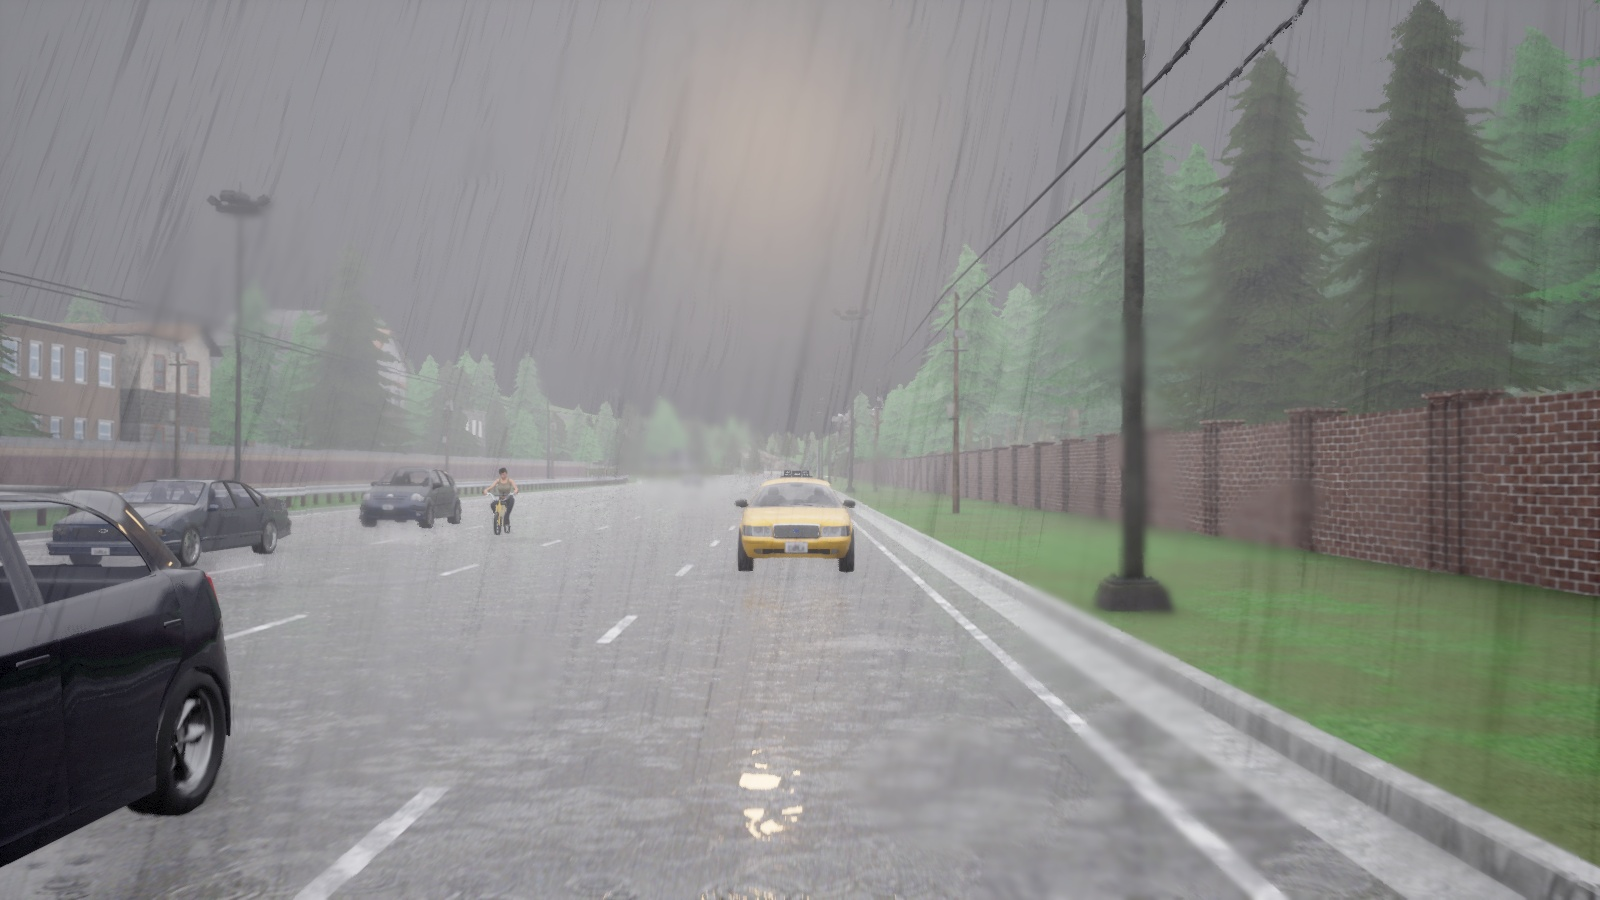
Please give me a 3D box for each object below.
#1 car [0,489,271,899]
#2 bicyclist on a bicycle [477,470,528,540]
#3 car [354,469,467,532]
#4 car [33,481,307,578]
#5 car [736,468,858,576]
[{"bbox_3d":[-3.510,0.915,4.324,1.845,1.501,3.633,0,-1,0],"label":"car"},{"bbox_3d":[-7.072,1.280,29.883,0.866,1.612,1.509,0,-1,0],"label":"bicyclist on a bicycle"},{"bbox_3d":[-10.583,1.331,34.401,1.851,1.617,3.988,0,-1,0],"label":"car"},{"bbox_3d":[-10.552,1.266,21.607,2.033,1.411,5.357,0,-1,0],"label":"car"},{"bbox_3d":[-0.051,1.108,21.145,1.801,1.575,5.366,0,-1,0],"label":"car"}]
